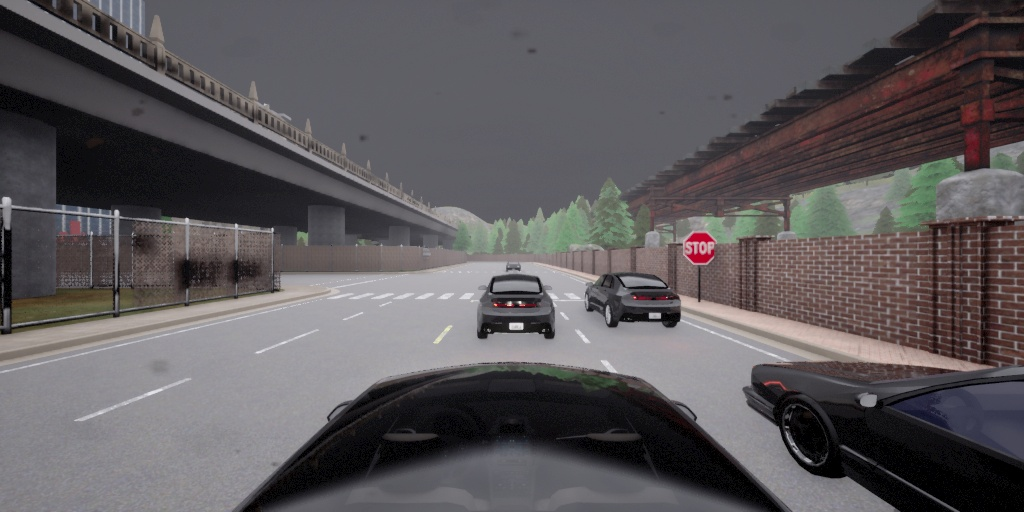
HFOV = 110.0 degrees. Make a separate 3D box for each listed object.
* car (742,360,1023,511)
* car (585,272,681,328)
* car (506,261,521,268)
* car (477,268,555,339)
[{"bbox_3d":[3.600,1.297,1.681,2.033,1.411,5.357,0,0,0],"label":"car"},{"bbox_3d":[3.596,1.255,11.428,1.837,1.490,4.892,0,0,0],"label":"car"},{"bbox_3d":[0.164,1.351,46.346,1.895,1.301,4.718,0,0,-1],"label":"car"},{"bbox_3d":[0.095,1.255,10.067,1.837,1.490,4.892,0,0,0],"label":"car"}]
